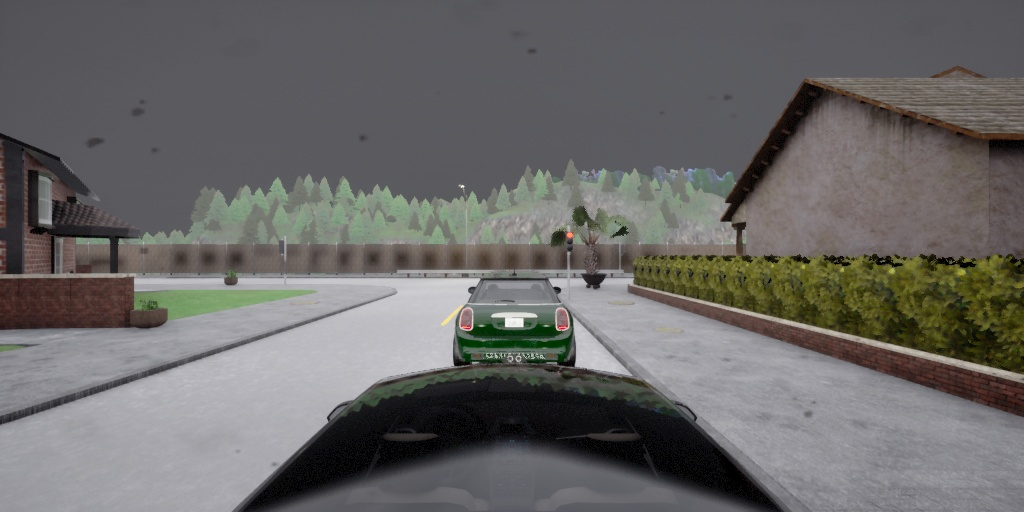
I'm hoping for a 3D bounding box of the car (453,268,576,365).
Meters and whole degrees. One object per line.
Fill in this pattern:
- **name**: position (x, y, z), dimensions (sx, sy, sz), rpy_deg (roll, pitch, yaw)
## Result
- **car**: position (0.057, 1.102, 7.953), dimensions (2.097, 1.767, 4.553), rpy_deg (0, 0, 0)
